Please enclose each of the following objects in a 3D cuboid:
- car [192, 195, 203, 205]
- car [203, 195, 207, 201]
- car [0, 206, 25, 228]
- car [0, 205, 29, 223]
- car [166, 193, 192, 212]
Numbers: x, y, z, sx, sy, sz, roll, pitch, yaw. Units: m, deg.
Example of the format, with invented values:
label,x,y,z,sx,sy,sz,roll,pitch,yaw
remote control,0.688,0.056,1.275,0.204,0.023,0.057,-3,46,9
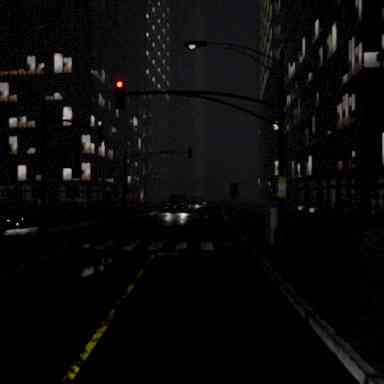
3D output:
label,x,y,z,sx,sy,sz,roll,pitch,yaw
car,0.236,1.444,57.380,1.882,1.535,5.008,0,0,7
car,2.303,1.419,72.900,1.837,1.490,4.892,0,0,8
car,-14.049,1.771,22.160,5.357,1.411,2.033,-1,0,8
car,-16.570,1.867,28.400,4.403,1.369,2.008,-1,1,10
car,-1.621,1.206,38.310,2.150,2.045,5.566,0,1,5
